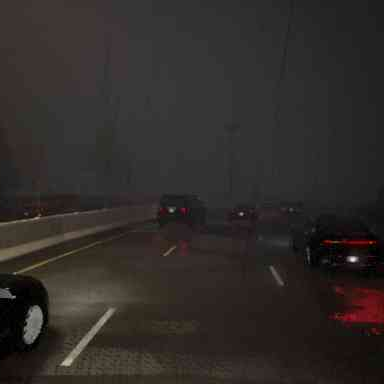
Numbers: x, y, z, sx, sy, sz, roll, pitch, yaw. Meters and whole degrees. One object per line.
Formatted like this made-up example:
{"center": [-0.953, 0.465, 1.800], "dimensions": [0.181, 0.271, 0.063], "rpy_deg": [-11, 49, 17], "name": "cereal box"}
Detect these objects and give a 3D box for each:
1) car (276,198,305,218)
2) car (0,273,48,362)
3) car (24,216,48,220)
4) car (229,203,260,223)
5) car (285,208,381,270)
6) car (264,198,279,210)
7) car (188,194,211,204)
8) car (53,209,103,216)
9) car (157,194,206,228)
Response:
{"center": [8.977, 1.503, 29.566], "dimensions": [2.033, 1.411, 5.357], "rpy_deg": [0, 0, 20], "name": "car"}
{"center": [-3.192, 1.490, 3.249], "dimensions": [1.837, 1.490, 4.892], "rpy_deg": [0, 0, 2], "name": "car"}
{"center": [-10.689, 1.140, 25.499], "dimensions": [2.150, 2.045, 5.566], "rpy_deg": [0, 0, 15], "name": "car"}
{"center": [4.049, 1.517, 25.494], "dimensions": [1.994, 1.385, 4.181], "rpy_deg": [0, 0, 16], "name": "car"}
{"center": [4.502, 1.490, 11.060], "dimensions": [1.837, 1.490, 4.892], "rpy_deg": [0, 0, 7], "name": "car"}
{"center": [10.329, 1.425, 41.164], "dimensions": [2.128, 1.511, 4.902], "rpy_deg": [0, 0, 27], "name": "car"}
{"center": [1.439, 1.221, 60.840], "dimensions": [2.097, 1.767, 4.553], "rpy_deg": [0, 0, 34], "name": "car"}
{"center": [-7.584, 1.457, 23.408], "dimensions": [1.812, 1.442, 4.674], "rpy_deg": [0, 0, 14], "name": "car"}
{"center": [-0.564, 1.172, 22.001], "dimensions": [2.150, 2.045, 5.566], "rpy_deg": [0, 0, 13], "name": "car"}
